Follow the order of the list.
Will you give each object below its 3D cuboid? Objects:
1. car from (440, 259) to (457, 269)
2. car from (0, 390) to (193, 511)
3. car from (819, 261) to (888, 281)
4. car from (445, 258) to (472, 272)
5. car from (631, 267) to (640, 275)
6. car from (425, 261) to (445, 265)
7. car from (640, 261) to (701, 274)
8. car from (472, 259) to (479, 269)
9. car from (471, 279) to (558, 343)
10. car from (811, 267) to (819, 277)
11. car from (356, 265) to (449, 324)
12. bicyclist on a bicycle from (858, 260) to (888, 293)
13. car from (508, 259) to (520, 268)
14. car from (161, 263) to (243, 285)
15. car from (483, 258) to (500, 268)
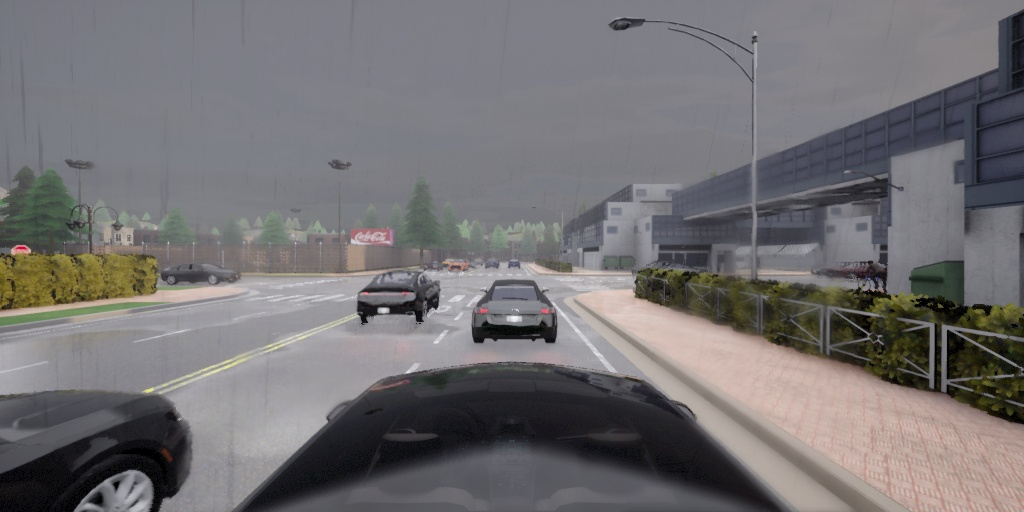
[{"bbox_3d":[-10.328,1.227,58.460,1.882,1.535,5.008,0,0,1],"label":"car"},{"bbox_3d":[-3.391,1.257,0.749,1.837,1.490,4.892,0,1,0],"label":"car"},{"bbox_3d":[28.885,1.227,29.636,5.008,1.535,1.882,0,0,0],"label":"car"},{"bbox_3d":[-6.941,1.102,46.641,2.097,1.767,4.553,0,0,1],"label":"car"},{"bbox_3d":[13.537,1.254,33.155,4.892,1.490,1.837,0,0,0],"label":"car"},{"bbox_3d":[-10.431,1.314,47.785,1.994,1.385,4.181,0,0,1],"label":"car"},{"bbox_3d":[13.264,1.314,29.655,4.181,1.385,1.994,0,0,0],"label":"car"},{"bbox_3d":[-6.850,1.351,56.703,1.895,1.301,4.718,0,0,1],"label":"car"},{"bbox_3d":[0.071,1.314,9.676,1.994,1.385,4.181,0,0,1],"label":"car"},{"bbox_3d":[30.548,1.241,33.132,4.902,1.511,2.128,0,0,0],"label":"car"},{"bbox_3d":[-3.580,1.243,12.053,2.128,1.511,4.902,0,0,-3],"label":"car"},{"bbox_3d":[18.320,1.053,18.167,0.582,1.620,1.656,0,0,0],"label":"bicyclist on a bicycle"},{"bbox_3d":[0.375,1.227,60.944,1.882,1.535,5.008,0,0,1],"label":"car"},{"bbox_3d":[-21.835,1.238,25.335,4.892,1.490,1.837,0,0,0],"label":"car"},{"bbox_3d":[-3.140,1.102,59.078,2.097,1.767,4.553,0,0,1],"label":"car"}]
